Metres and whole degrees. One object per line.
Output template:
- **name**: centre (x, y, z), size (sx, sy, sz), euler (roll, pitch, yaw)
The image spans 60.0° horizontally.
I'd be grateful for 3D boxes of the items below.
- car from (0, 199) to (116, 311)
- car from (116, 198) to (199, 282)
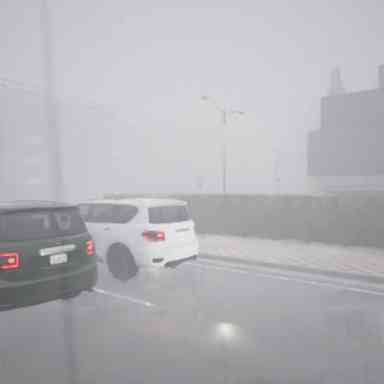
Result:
- **car**: centre (-4.384, 1.204, 7.087), size (5.566, 2.045, 2.150), euler (0, 0, 36)
- **car**: centre (-2.417, 1.205, 9.982), size (5.566, 2.045, 2.150), euler (0, 0, 36)
